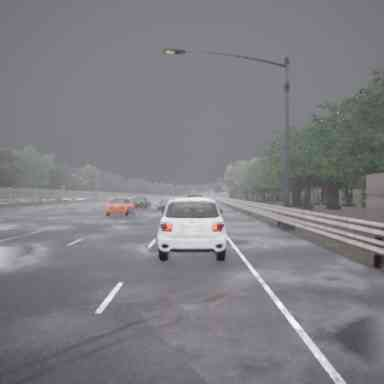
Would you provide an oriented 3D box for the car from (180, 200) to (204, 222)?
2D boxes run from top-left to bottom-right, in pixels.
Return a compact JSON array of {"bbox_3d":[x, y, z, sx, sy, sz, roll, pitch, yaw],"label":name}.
[{"bbox_3d":[-0.002,1.494,27.755,1.882,1.535,5.008,0,0,0],"label":"car"}]

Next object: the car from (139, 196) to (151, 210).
[{"bbox_3d":[-6.846,1.445,45.066,2.097,1.767,4.553,0,0,2],"label":"car"}]

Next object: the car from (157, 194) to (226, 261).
[{"bbox_3d":[0.001,1.221,12.364,2.150,2.045,5.566,0,-1,0],"label":"car"}]

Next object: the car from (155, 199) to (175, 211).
[{"bbox_3d":[-3.402,1.614,43.443,2.033,1.411,5.357,0,0,2],"label":"car"}]

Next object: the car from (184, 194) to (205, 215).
[{"bbox_3d":[0.259,1.251,35.970,2.150,2.045,5.566,0,0,0],"label":"car"}]

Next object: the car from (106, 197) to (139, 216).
[{"bbox_3d":[-6.996,1.409,33.129,2.097,1.767,4.553,0,0,0],"label":"car"}]
